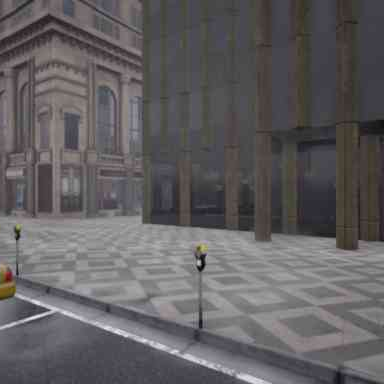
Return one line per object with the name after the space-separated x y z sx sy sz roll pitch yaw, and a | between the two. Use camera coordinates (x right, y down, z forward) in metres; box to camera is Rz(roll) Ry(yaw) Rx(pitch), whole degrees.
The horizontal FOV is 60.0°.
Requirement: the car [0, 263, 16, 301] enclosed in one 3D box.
-5.541 1.520 6.946 4.829 1.417 1.752 0 0 36 | car
